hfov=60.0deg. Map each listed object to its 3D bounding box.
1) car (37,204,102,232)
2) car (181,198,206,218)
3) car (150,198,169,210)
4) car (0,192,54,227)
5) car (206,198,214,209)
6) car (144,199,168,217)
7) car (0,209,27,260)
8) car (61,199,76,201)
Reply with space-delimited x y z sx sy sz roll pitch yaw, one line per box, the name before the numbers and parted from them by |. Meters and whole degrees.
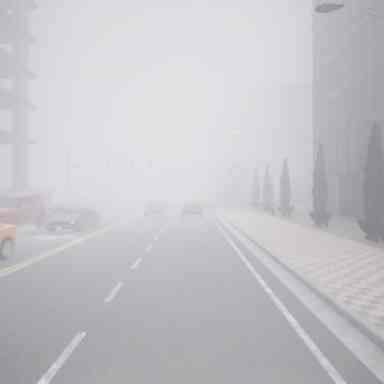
car | -7.043 1.552 20.303 2.033 1.411 5.357 0 0 1
car | 0.035 1.484 30.651 1.882 1.535 5.008 0 0 1
car | -4.238 1.566 43.213 1.994 1.385 4.181 0 0 -11
car | -10.498 1.156 19.412 2.150 2.045 5.566 0 3 0
car | 1.388 1.472 43.789 1.882 1.535 5.008 0 1 20
car | -3.398 1.554 31.675 2.033 1.411 5.357 0 0 0
car | -7.069 1.480 9.638 1.882 1.535 5.008 0 0 0
car | -10.519 1.578 24.462 2.033 1.411 5.357 0 2 1
